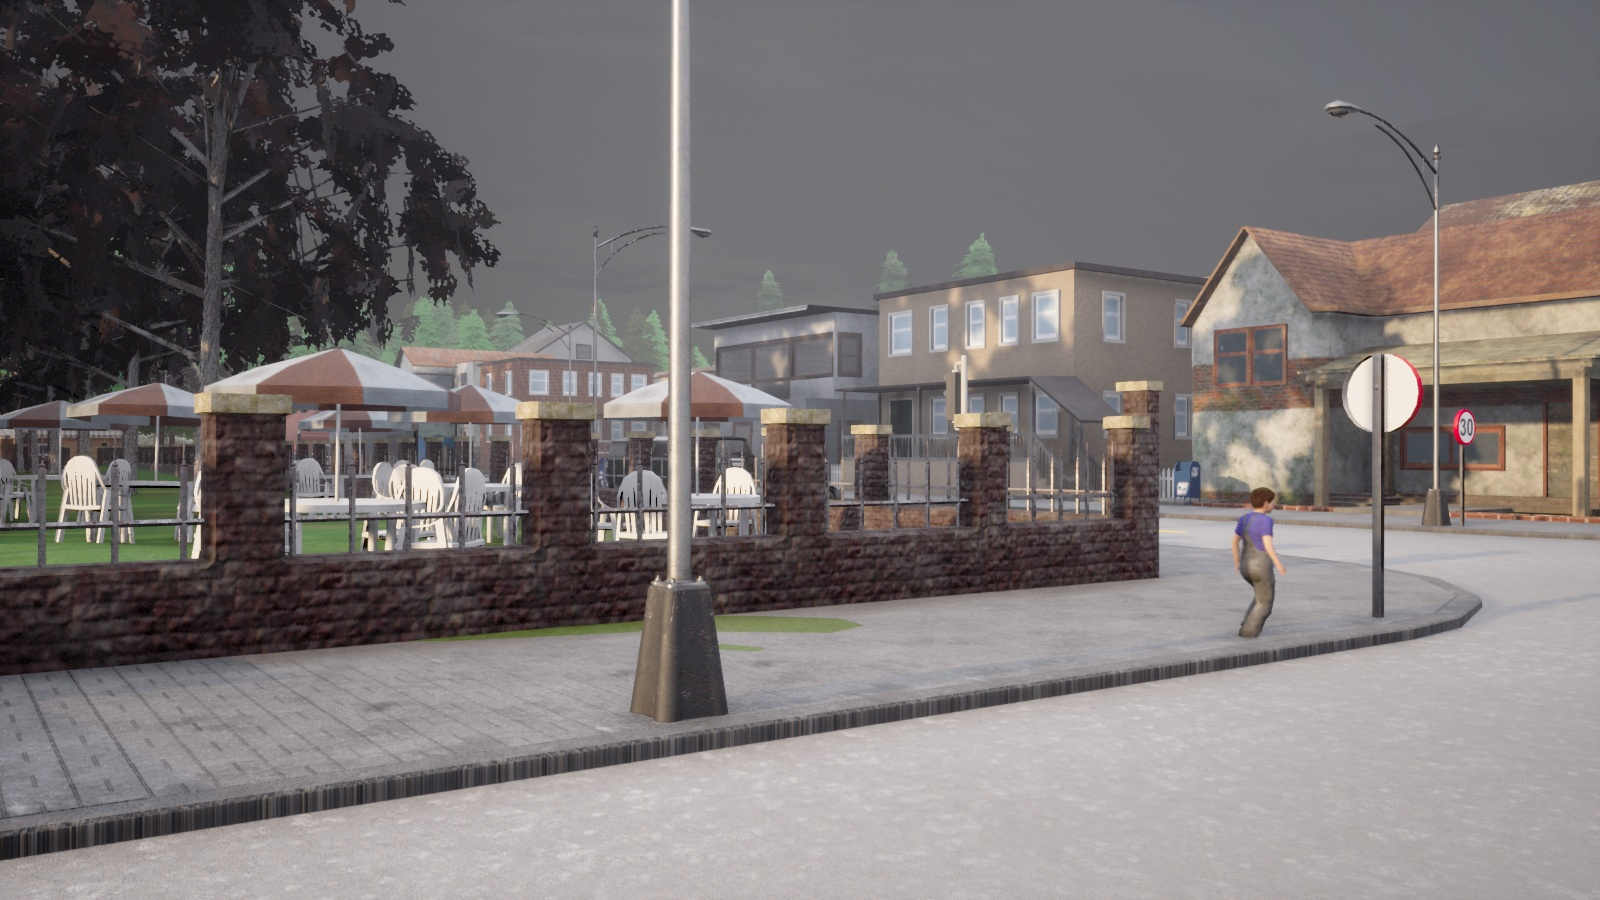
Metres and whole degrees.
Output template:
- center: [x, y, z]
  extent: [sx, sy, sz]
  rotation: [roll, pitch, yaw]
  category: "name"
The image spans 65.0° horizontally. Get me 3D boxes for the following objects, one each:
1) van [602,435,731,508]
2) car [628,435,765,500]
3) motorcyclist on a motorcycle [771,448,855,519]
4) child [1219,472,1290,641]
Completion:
- center: [-3.938, 0.595, 36.375]
  extent: [1.775, 1.987, 4.442]
  rotation: [0, 0, -35]
  category: "van"
- center: [-3.643, 0.575, 42.932]
  extent: [2.150, 2.045, 5.566]
  rotation: [0, 0, -35]
  category: "car"
- center: [0.288, 0.769, 30.265]
  extent: [0.766, 1.649, 2.350]
  rotation: [0, 0, -37]
  category: "motorcyclist on a motorcycle"
- center: [3.473, 0.803, 9.601]
  extent: [0.437, 1.263, 0.270]
  rotation: [0, 0, -16]
  category: "child"
